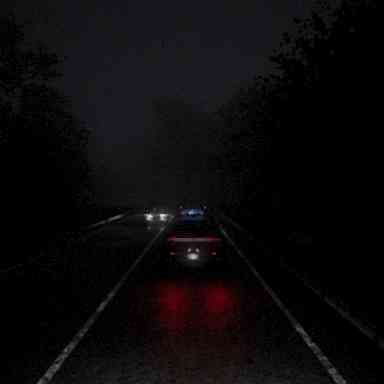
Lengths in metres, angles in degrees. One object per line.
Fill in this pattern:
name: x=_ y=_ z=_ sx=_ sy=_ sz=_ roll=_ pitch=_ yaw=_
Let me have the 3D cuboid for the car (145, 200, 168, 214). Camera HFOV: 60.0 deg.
car: x=-3.562 y=1.473 z=34.047 sx=1.994 sy=1.385 sz=4.181 roll=0 pitch=0 yaw=0

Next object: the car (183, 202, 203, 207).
car: x=0.056 y=1.479 z=25.556 sx=2.033 sy=1.411 sz=5.357 roll=0 pitch=0 yaw=1

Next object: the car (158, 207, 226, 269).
car: x=0.053 y=1.462 z=11.069 sx=2.128 sy=1.511 sz=4.902 roll=0 pitch=0 yaw=1
